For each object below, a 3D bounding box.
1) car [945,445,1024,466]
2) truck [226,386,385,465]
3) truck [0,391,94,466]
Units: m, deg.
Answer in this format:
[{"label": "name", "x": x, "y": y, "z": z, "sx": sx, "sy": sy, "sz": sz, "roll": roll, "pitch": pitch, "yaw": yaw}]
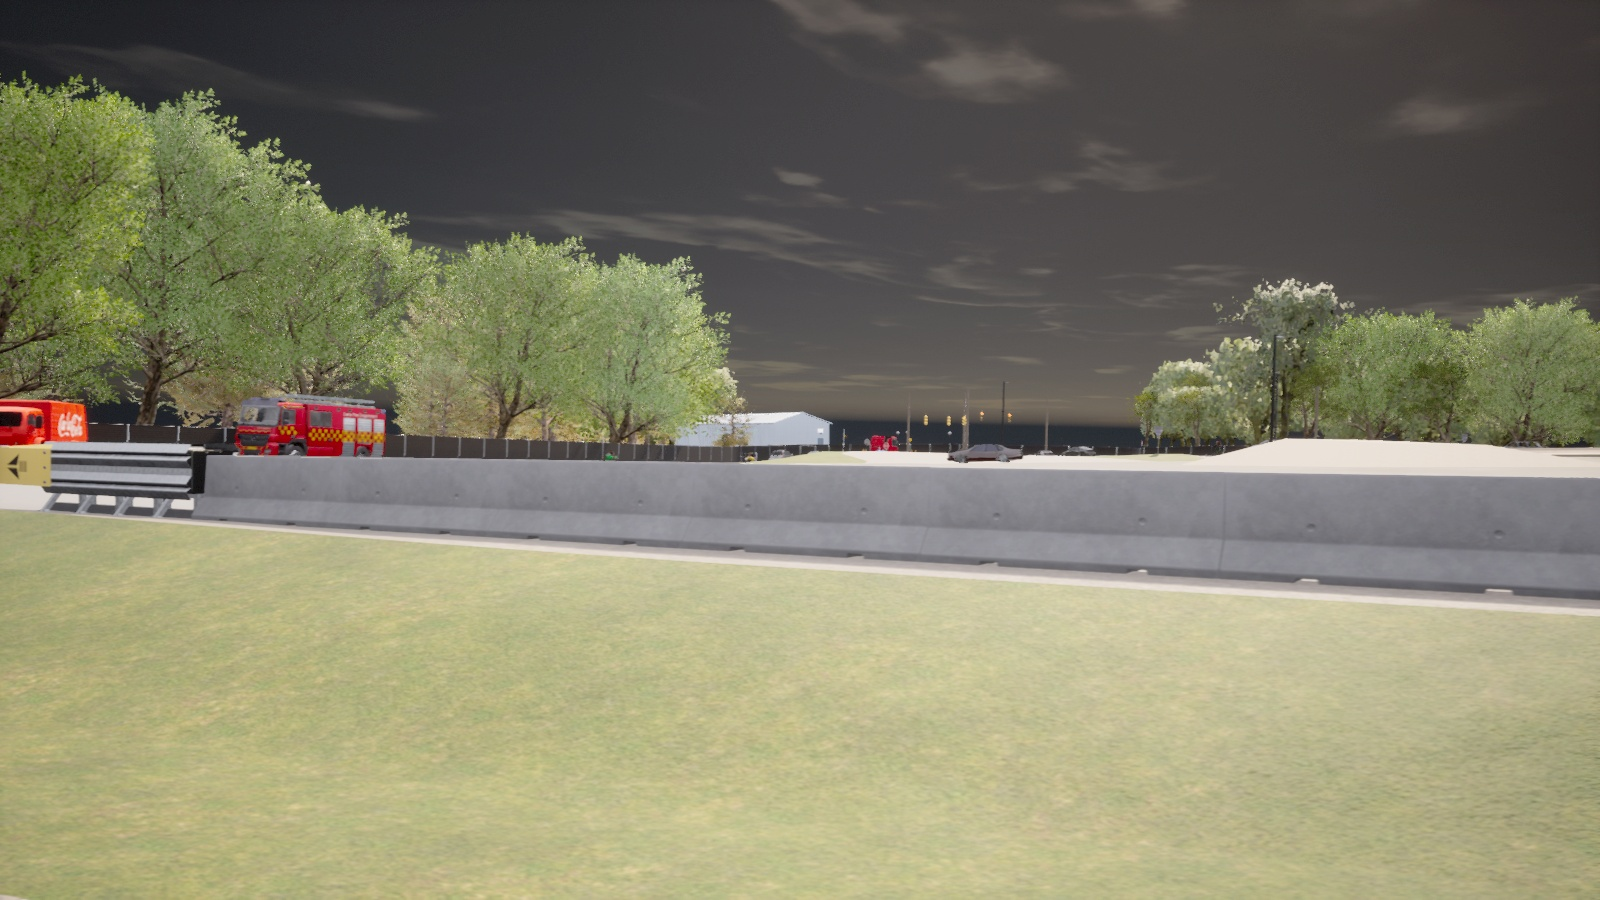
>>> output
[{"label": "car", "x": 13.164, "y": 0.390, "z": 89.389, "sx": 5.357, "sy": 1.411, "sz": 2.033, "roll": 0, "pitch": -2, "yaw": 14}, {"label": "truck", "x": -27.044, "y": -1.248, "z": 69.202, "sx": 2.891, "sy": 3.827, "sz": 8.468, "roll": 3, "pitch": 0, "yaw": 23}, {"label": "truck", "x": -27.075, "y": -0.698, "z": 43.979, "sx": 2.627, "sy": 2.467, "sz": 5.204, "roll": 1, "pitch": 0, "yaw": -12}]
